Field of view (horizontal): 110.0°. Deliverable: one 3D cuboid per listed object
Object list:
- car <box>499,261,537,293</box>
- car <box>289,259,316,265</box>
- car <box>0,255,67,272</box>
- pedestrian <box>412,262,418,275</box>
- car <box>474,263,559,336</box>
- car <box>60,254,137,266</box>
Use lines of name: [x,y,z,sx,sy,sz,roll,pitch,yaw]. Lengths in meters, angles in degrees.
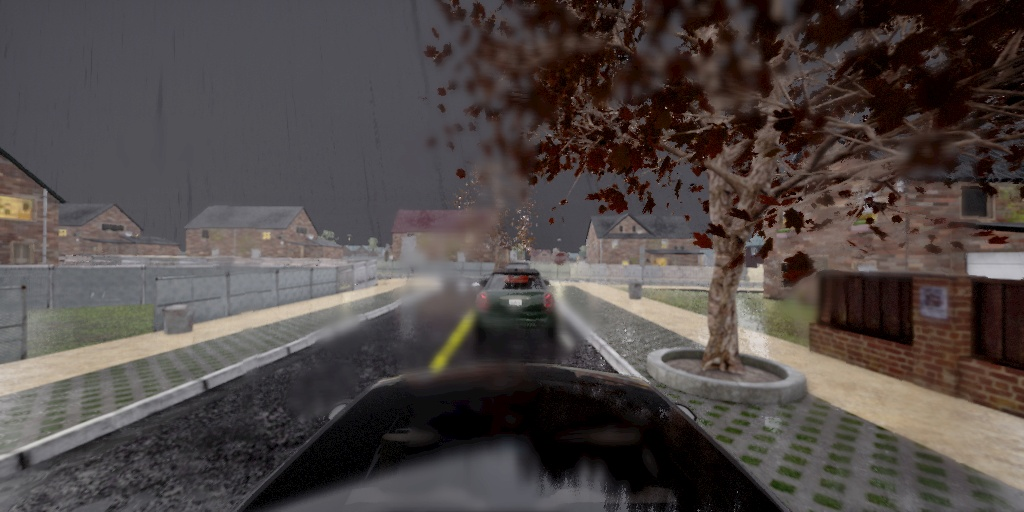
car: [0.492,1.191,22.599,2.097,1.767,4.553,0,0,5]
car: [-15.752,1.066,29.644,5.008,1.535,1.882,1,-1,0]
car: [-44.132,0.689,32.382,5.357,1.411,2.033,1,-1,0]
pedestrian: [-9.676,0.913,35.541,0.375,1.860,0.375,0,-2,0]
car: [0.105,1.140,10.660,2.097,1.767,4.553,0,0,0]
car: [-33.559,0.627,29.555,4.553,1.767,2.097,1,-1,0]
